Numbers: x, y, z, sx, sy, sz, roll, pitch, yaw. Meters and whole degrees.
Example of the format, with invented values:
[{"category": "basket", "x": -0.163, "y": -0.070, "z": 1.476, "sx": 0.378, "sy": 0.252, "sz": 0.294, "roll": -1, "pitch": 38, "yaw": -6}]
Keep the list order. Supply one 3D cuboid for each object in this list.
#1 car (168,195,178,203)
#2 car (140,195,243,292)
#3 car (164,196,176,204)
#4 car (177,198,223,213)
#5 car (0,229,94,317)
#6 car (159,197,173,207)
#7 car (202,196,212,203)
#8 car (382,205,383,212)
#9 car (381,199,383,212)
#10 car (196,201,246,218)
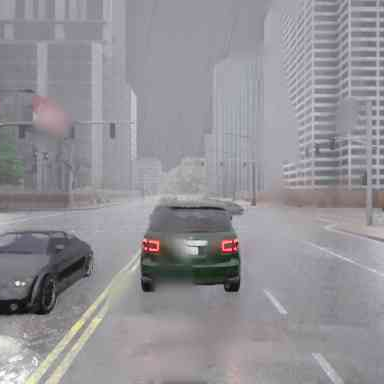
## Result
[{"category": "car", "x": -4.159, "y": 1.478, "z": 73.091, "sx": 1.882, "sy": 1.535, "sz": 5.008, "roll": 0, "pitch": 0, "yaw": -1}, {"category": "car", "x": -0.027, "y": 1.221, "z": 9.056, "sx": 2.150, "sy": 2.045, "sz": 5.566, "roll": 0, "pitch": 0, "yaw": 0}, {"category": "car", "x": -4.120, "y": 1.525, "z": 62.634, "sx": 1.812, "sy": 1.442, "sz": 4.674, "roll": 0, "pitch": 0, "yaw": 0}, {"category": "car", "x": 0.871, "y": 1.477, "z": 37.166, "sx": 5.008, "sy": 1.535, "sz": 1.882, "roll": 0, "pitch": 0, "yaw": -1}, {"category": "car", "x": -3.643, "y": 1.564, "z": 7.416, "sx": 1.994, "sy": 1.385, "sz": 4.181, "roll": 0, "pitch": 0, "yaw": 0}, {"category": "car", "x": -4.054, "y": 1.505, "z": 52.414, "sx": 1.837, "sy": 1.490, "sz": 4.892, "roll": 0, "pitch": 0, "yaw": 0}, {"category": "car", "x": 2.985, "y": 1.504, "z": 67.928, "sx": 1.837, "sy": 1.490, "sz": 4.892, "roll": 0, "pitch": 0, "yaw": 0}, {"category": "car", "x": 22.107, "y": 1.478, "z": 33.972, "sx": 5.008, "sy": 1.535, "sz": 1.882, "roll": -1, "pitch": 0, "yaw": -1}, {"category": "car", "x": 24.542, "y": 1.547, "z": 37.508, "sx": 5.357, "sy": 1.411, "sz": 2.033, "roll": 0, "pitch": 0, "yaw": -1}, {"category": "car", "x": 2.653, "y": 1.564, "z": 30.439, "sx": 4.181, "sy": 1.385, "sz": 1.994, "roll": 0, "pitch": 0, "yaw": -31}]
